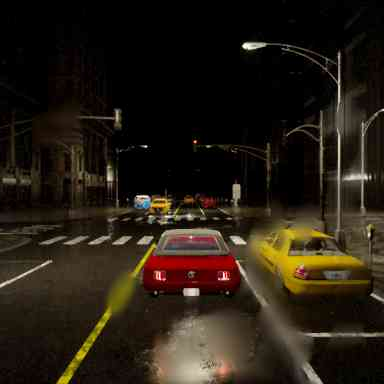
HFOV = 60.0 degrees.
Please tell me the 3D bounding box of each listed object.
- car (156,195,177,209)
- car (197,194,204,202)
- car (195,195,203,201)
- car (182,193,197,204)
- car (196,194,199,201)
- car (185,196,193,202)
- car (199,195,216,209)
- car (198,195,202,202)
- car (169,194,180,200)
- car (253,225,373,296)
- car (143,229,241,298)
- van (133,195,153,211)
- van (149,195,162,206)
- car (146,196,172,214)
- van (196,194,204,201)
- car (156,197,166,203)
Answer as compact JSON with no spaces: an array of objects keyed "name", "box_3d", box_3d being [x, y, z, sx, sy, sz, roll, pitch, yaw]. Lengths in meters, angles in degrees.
[{"name":"car","box_3d":[-3.480,1.510,45.149,2.128,1.511,4.902,0,0,0]},{"name":"car","box_3d":[2.283,1.574,57.532,1.887,1.381,4.507,0,0,0]},{"name":"car","box_3d":[1.988,1.614,90.684,2.008,1.369,4.403,0,0,0]},{"name":"car","box_3d":[-0.562,1.515,65.752,1.882,1.535,5.008,0,0,0]},{"name":"car","box_3d":[2.232,1.561,63.228,1.752,1.417,4.829,0,0,0]},{"name":"car","box_3d":[-0.653,1.493,76.201,1.895,1.301,4.718,0,0,0]},{"name":"car","box_3d":[2.381,1.564,46.482,1.887,1.381,4.507,0,0,0]},{"name":"car","box_3d":[2.332,1.569,52.007,1.887,1.381,4.507,0,0,0]},{"name":"car","box_3d":[-3.567,1.535,57.280,1.837,1.490,4.892,0,0,0]},{"name":"car","box_3d":[2.700,1.526,8.560,1.752,1.417,4.829,0,0,0]},{"name":"car","box_3d":[-0.008,1.602,8.497,1.895,1.301,4.718,0,0,0]},{"name":"van","box_3d":[-6.127,1.356,40.901,1.690,1.788,3.998,0,0,0]},{"name":"van","box_3d":[-6.268,1.370,57.475,1.690,1.788,3.998,0,0,0]},{"name":"car","box_3d":[-3.391,1.489,35.261,1.882,1.535,5.008,0,0,-2]},{"name":"van","box_3d":[2.036,1.399,85.159,1.690,1.788,3.998,0,0,0]},{"name":"car","box_3d":[-6.362,1.622,68.525,1.802,1.307,4.206,0,0,0]}]
